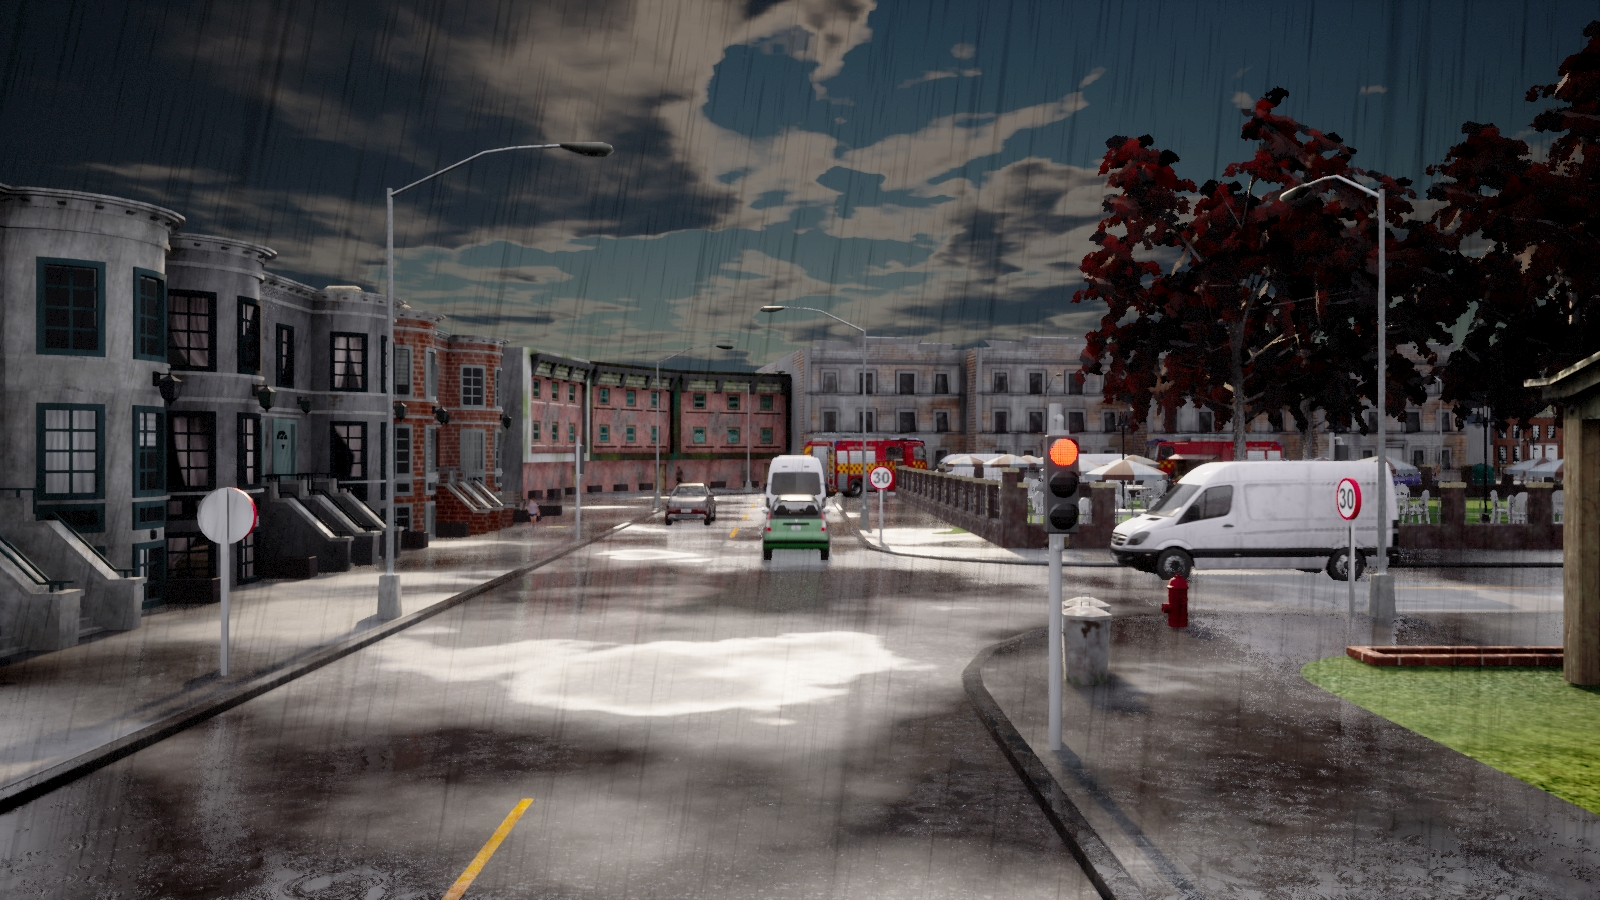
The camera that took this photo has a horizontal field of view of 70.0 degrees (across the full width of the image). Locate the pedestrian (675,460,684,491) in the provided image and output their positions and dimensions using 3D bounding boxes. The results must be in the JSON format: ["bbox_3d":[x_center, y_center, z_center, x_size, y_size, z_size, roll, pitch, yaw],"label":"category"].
[{"bbox_3d":[-7.258,1.525,68.988,0.375,1.860,0.375,0,0,31],"label":"pedestrian"}]

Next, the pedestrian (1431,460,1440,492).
[{"bbox_3d":[36.901,1.524,66.316,0.375,1.860,0.375,0,0,16],"label":"pedestrian"}]

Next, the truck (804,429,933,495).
[{"bbox_3d":[4.295,0.672,70.228,8.468,3.827,2.891,0,0,-43],"label":"truck"}]

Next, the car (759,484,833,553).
[{"bbox_3d":[-0.112,1.780,30.728,1.851,1.617,3.988,0,0,0],"label":"car"}]

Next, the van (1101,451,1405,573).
[{"bbox_3d":[9.867,1.314,25.195,5.915,2.561,1.988,0,0,0],"label":"van"}]

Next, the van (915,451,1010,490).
[{"bbox_3d":[10.550,1.314,74.428,5.915,2.561,1.988,0,0,0],"label":"van"}]

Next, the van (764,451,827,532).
[{"bbox_3d":[-0.147,1.315,39.074,1.988,2.561,5.915,0,0,0],"label":"van"}]

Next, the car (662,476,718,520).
[{"bbox_3d":[-4.154,1.806,43.645,1.789,1.549,3.705,0,0,0],"label":"car"}]

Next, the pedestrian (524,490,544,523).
[{"bbox_3d":[-9.032,1.904,38.775,0.500,1.100,0.500,0,0,8],"label":"pedestrian"}]
